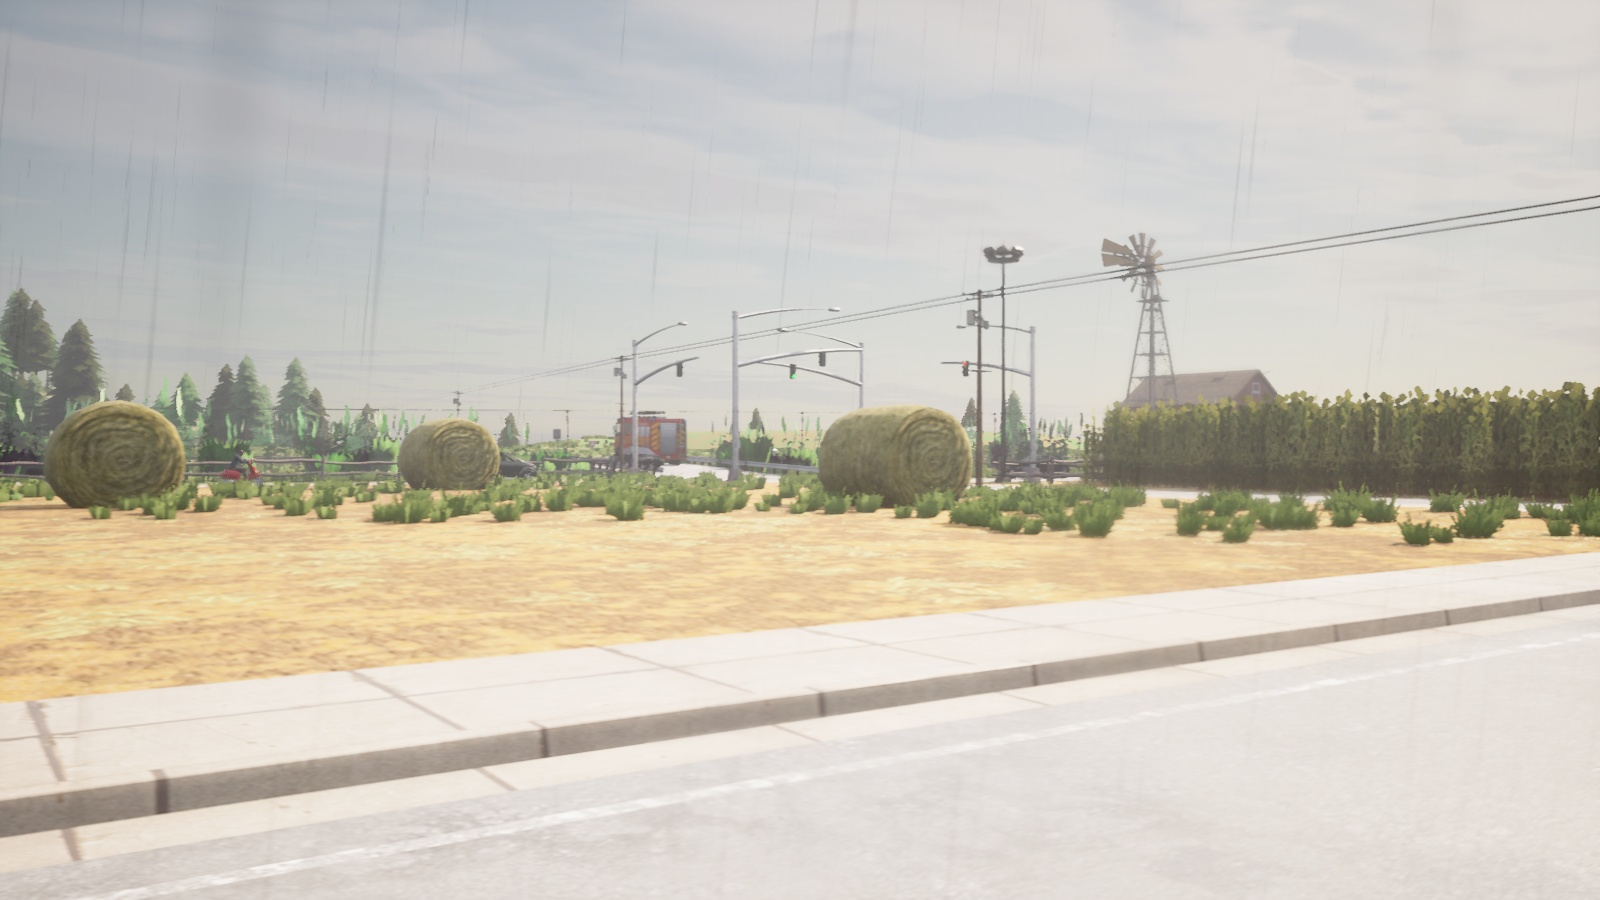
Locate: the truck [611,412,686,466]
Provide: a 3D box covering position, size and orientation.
[{"bbox_3d":[-11.290,-0.831,92.904,2.891,3.827,8.468,0,1,-26],"label":"truck"}]

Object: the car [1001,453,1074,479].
[{"bbox_3d":[14.320,0.940,75.649,4.193,1.474,1.816,0,0,-34],"label":"car"}]

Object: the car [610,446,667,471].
[{"bbox_3d":[-10.898,0.551,84.505,2.033,1.411,5.357,0,2,-28],"label":"car"}]

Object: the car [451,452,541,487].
[{"bbox_3d":[-14.108,0.888,58.337,3.705,1.549,1.789,0,0,-31],"label":"car"}]

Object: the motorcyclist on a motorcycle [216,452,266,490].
[{"bbox_3d":[-23.463,0.869,52.711,1.817,1.590,0.866,0,0,-31],"label":"motorcyclist on a motorcycle"}]
